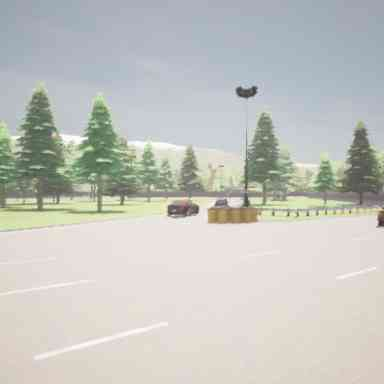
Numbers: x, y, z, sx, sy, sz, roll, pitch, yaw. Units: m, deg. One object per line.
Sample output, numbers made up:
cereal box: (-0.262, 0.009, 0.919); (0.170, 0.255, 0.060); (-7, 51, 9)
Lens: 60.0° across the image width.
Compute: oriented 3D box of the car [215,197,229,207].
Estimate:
car: (4.699, 1.565, 51.404); (2.128, 1.511, 4.902); (0, 0, 11)

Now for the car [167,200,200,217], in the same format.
car: (-0.729, 1.517, 32.024); (1.882, 1.535, 5.008); (0, 0, 20)

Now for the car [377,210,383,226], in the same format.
car: (14.382, 1.580, 22.622); (4.674, 1.442, 1.812); (0, 0, -36)
